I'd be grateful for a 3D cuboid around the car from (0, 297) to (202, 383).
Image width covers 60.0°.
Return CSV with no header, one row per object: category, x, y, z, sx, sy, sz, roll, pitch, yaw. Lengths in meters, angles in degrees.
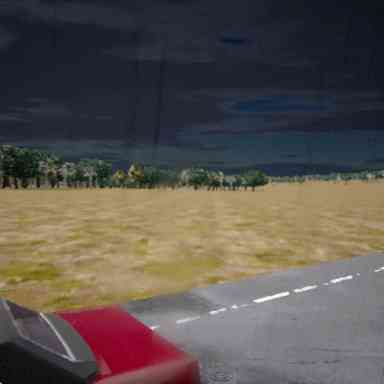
car,-2.329,1.593,2.216,4.718,1.301,1.895,1,0,-35
